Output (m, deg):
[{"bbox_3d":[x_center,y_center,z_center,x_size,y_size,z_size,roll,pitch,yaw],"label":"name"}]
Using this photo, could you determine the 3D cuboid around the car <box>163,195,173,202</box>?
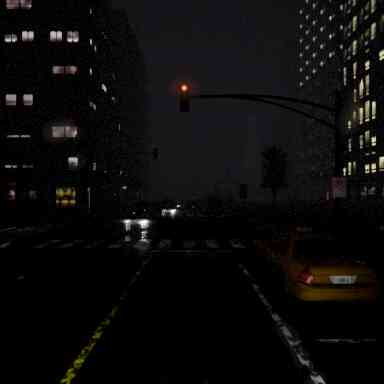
[{"bbox_3d":[-5.629,1.516,79.168,1.967,1.590,4.097,0,0,0],"label":"car"}]

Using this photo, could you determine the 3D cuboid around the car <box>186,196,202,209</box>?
[{"bbox_3d":[0.140,1.622,44.851,1.895,1.301,4.718,0,0,0],"label":"car"}]

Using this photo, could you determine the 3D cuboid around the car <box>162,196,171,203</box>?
[{"bbox_3d":[-5.633,1.648,73.642,1.802,1.307,4.206,0,0,0],"label":"car"}]

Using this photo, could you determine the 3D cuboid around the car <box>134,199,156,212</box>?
[{"bbox_3d":[-5.659,1.567,40.482,2.008,1.369,4.403,0,0,0],"label":"car"}]

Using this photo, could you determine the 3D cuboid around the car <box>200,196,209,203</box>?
[{"bbox_3d":[2.747,1.611,73.635,1.887,1.381,4.507,0,0,0],"label":"car"}]

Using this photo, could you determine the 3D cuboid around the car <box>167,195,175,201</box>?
[{"bbox_3d":[-5.619,1.624,90.052,1.752,1.417,4.829,0,0,0],"label":"car"}]

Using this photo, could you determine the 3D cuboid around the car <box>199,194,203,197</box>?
[{"bbox_3d":[2.737,1.361,62.581,2.192,1.841,5.009,0,0,0],"label":"car"}]

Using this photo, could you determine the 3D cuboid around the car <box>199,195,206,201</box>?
[{"bbox_3d":[2.761,1.624,90.385,1.752,1.417,4.829,0,0,0],"label":"car"}]

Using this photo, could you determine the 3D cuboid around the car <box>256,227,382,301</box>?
[{"bbox_3d":[2.694,1.526,8.232,1.752,1.417,4.829,0,0,0],"label":"car"}]

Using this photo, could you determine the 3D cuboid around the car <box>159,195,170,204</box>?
[{"bbox_3d":[-5.638,1.496,68.115,1.967,1.590,4.097,0,0,0],"label":"car"}]

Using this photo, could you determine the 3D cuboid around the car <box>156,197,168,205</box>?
[{"bbox_3d":[-5.642,1.591,62.587,1.887,1.381,4.507,0,0,0],"label":"car"}]

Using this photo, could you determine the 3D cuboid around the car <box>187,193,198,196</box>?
[{"bbox_3d":[0.061,1.284,70.544,2.150,2.045,5.566,0,0,0],"label":"car"}]

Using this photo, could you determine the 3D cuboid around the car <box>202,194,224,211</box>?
[{"bbox_3d":[2.720,1.332,40.475,2.192,1.841,5.009,0,0,0],"label":"car"}]

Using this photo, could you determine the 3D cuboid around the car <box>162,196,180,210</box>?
[{"bbox_3d":[-3.061,1.583,44.084,1.994,1.385,4.181,0,0,0],"label":"car"}]

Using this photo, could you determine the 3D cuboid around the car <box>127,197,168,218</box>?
[{"bbox_3d":[-4.186,1.524,30.296,1.837,1.490,4.892,1,1,17],"label":"car"}]

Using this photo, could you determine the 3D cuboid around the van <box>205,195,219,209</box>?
[{"bbox_3d":[2.724,1.363,46.001,1.690,1.788,3.998,0,0,0],"label":"van"}]

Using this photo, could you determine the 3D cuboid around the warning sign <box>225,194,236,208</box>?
[{"bbox_3d":[5.109,1.135,43.730,1.300,1.860,1.060,0,0,0],"label":"warning sign"}]
